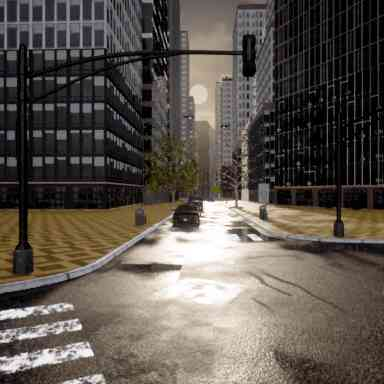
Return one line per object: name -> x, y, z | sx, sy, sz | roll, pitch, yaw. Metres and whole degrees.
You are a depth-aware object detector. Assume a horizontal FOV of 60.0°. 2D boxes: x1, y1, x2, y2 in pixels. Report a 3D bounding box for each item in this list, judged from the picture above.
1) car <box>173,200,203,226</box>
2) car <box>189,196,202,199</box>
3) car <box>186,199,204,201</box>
car -> -0.358, 1.655, 25.387 | 1.882, 1.535, 5.008 | 0, 0, 2
car -> 0.471, 1.557, 46.250 | 2.150, 2.045, 5.566 | 0, 0, 2
car -> 0.049, 1.779, 35.599 | 1.812, 1.442, 4.674 | 0, 0, 2
